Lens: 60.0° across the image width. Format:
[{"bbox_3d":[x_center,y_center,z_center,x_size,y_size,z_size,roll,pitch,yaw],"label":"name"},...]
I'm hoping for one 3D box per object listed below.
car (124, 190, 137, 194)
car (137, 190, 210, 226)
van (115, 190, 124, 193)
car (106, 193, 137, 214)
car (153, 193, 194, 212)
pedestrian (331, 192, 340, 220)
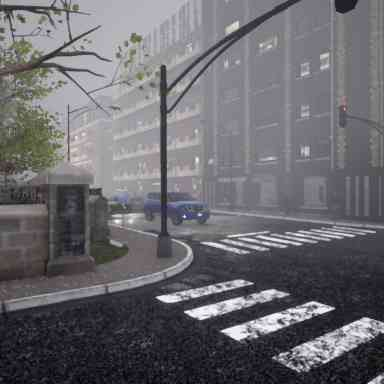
[{"bbox_3d":[-5.120,0.727,36.806,2.192,1.841,5.009,1,1,-36],"label":"car"},{"bbox_3d":[-1.179,0.926,21.607,2.150,2.045,5.566,0,1,-36],"label":"car"},{"bbox_3d":[-8.386,0.655,41.261,1.690,1.788,3.998,1,1,-36],"label":"van"},{"bbox_3d":[-6.840,1.098,29.334,1.994,1.385,4.181,0,1,-36],"label":"car"},{"bbox_3d":[-1.858,0.950,32.353,1.967,1.590,4.097,1,1,-36],"label":"car"},{"bbox_3d":[9.418,0.902,21.923,0.375,1.860,0.375,1,-1,-36],"label":"pedestrian"}]
